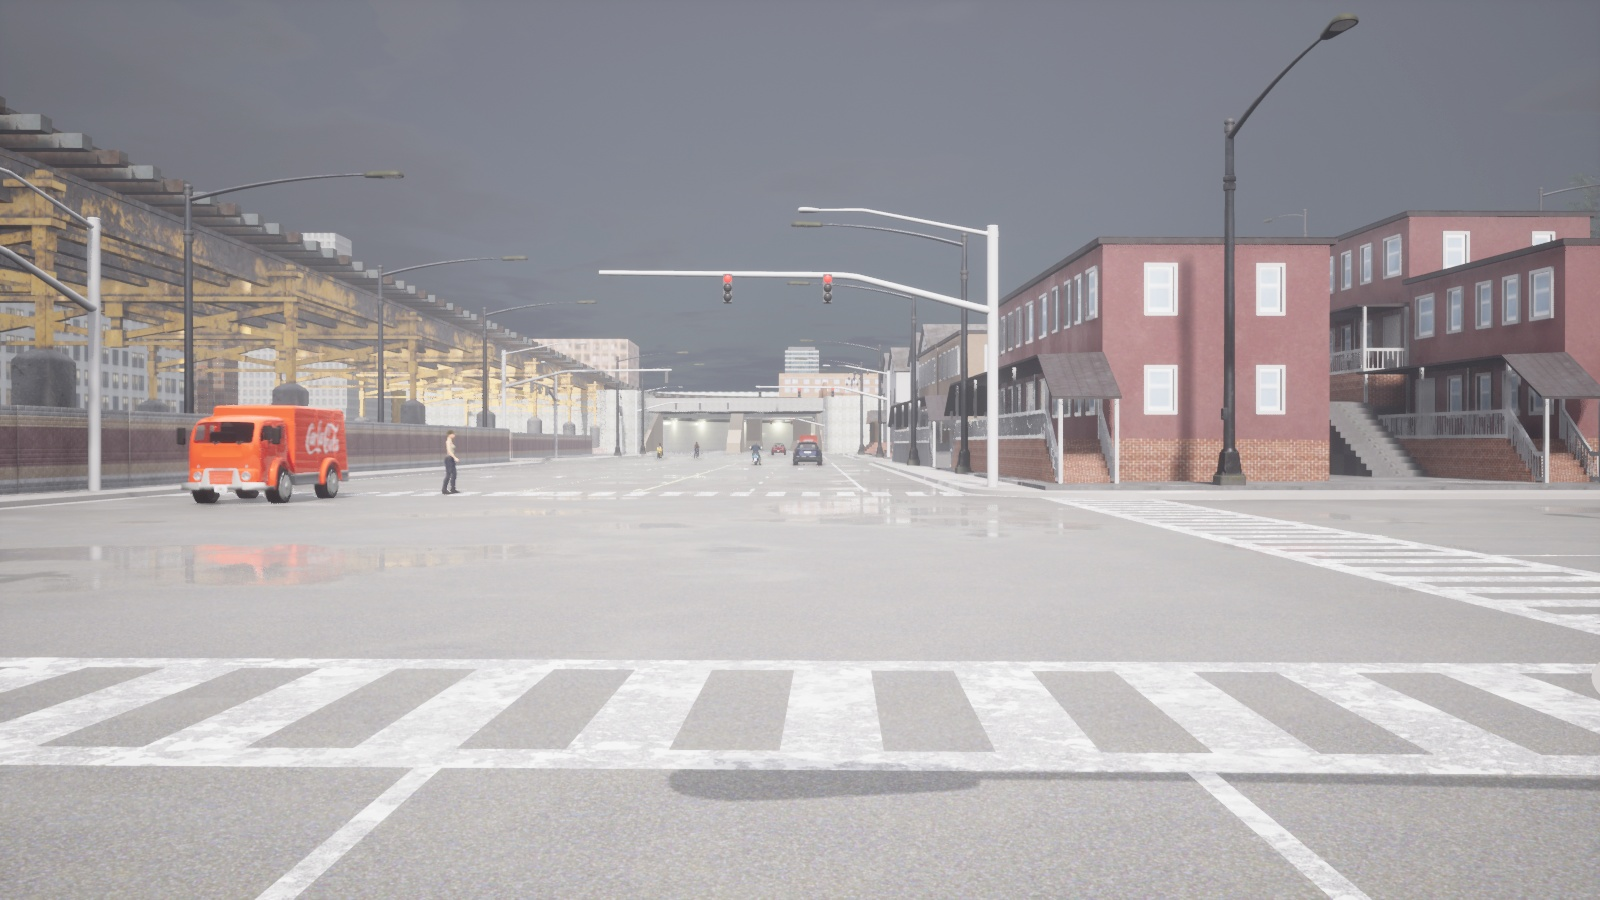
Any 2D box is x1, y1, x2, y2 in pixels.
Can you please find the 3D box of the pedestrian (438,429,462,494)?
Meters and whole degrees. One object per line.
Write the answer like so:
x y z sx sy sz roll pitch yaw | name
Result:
-9.959 0.322 35.719 0.594 1.836 0.345 0 0 -5 | pedestrian

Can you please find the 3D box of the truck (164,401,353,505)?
-13.793 0.065 32.446 2.627 2.467 5.204 0 0 0 | truck

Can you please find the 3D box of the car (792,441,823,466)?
0.515 0.201 84.301 2.033 1.649 4.856 0 0 0 | car
